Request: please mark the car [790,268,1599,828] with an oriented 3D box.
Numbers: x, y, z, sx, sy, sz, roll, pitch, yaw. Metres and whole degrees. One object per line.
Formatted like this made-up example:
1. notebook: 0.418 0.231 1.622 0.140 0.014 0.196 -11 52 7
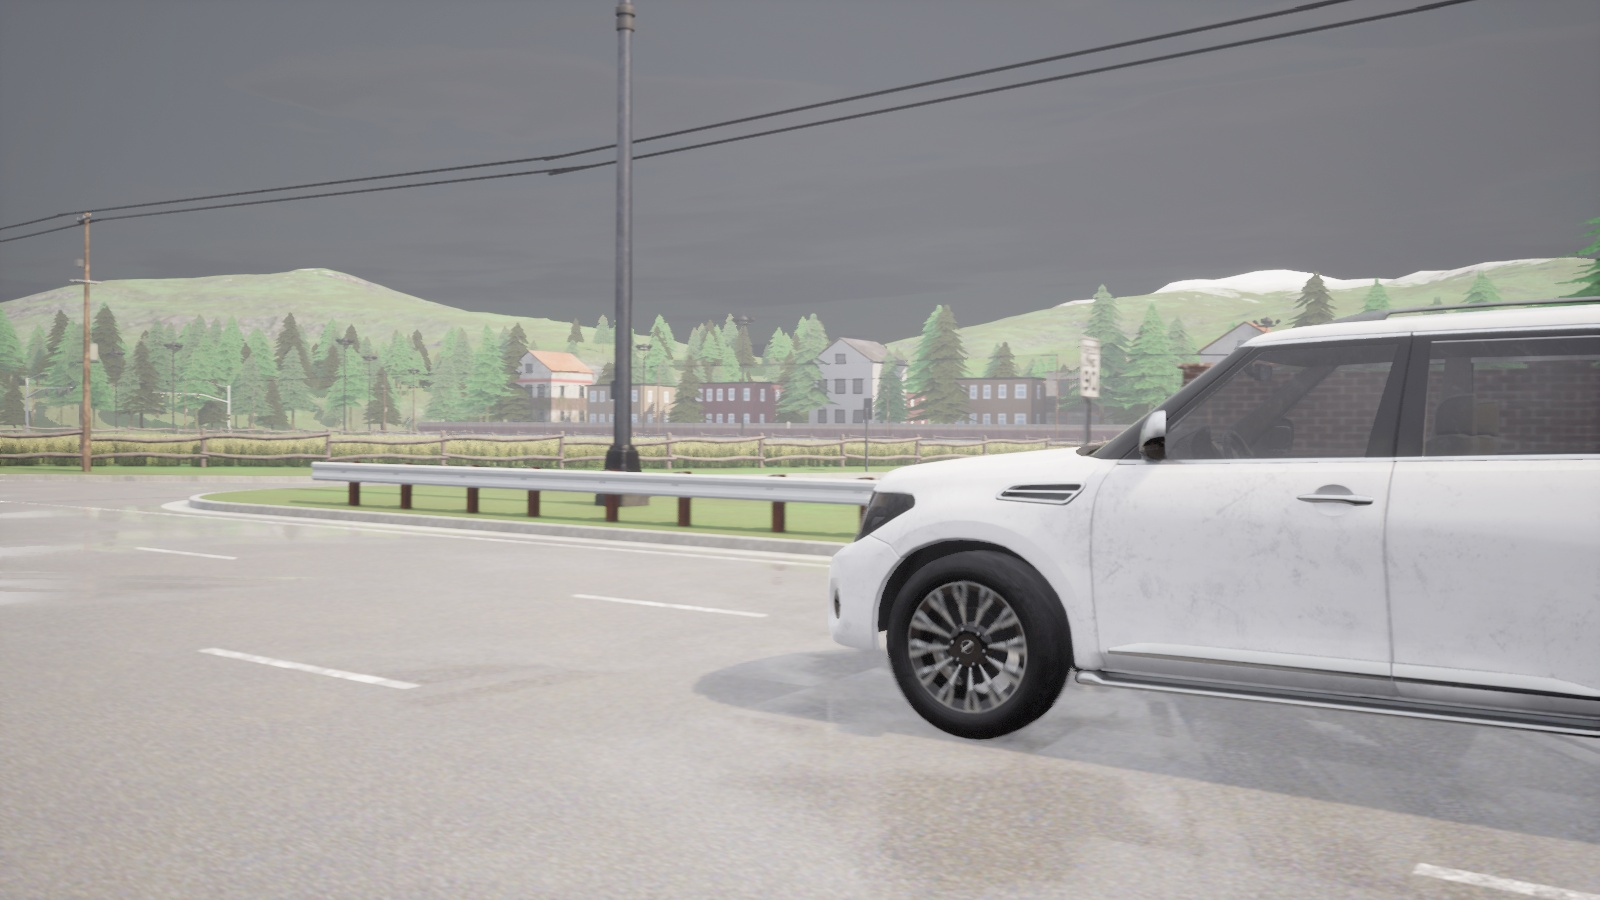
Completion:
1. car: 2.870 0.344 5.912 5.566 2.045 2.150 0 1 34
